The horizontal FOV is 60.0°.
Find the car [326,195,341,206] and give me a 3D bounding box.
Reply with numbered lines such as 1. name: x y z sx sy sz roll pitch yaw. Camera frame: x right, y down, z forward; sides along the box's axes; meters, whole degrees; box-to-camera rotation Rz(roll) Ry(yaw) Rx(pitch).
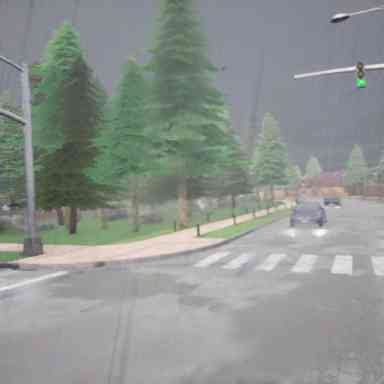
1. car: 18.433 1.055 43.550 2.033 1.411 5.357 -3 -1 27

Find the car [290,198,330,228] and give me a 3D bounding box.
1. car: 7.409 1.381 21.073 1.812 1.442 4.674 -3 -1 26
